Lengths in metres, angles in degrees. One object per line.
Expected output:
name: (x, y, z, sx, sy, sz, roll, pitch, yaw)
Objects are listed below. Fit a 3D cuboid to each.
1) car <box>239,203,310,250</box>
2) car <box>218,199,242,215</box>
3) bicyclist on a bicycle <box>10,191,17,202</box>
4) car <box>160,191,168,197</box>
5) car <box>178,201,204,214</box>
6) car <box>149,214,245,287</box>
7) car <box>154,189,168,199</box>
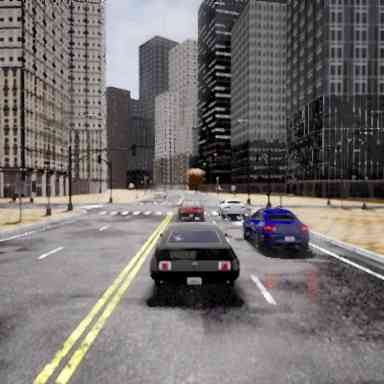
car: (3.261, 1.390, 13.454, 1.812, 1.442, 4.674, 0, 0, -1)
car: (3.176, 1.253, 26.576, 1.812, 1.442, 4.674, 0, 1, 0)
bicyclist on a bicycle: (-25.014, 0.637, 46.575, 0.582, 1.620, 1.656, 0, 1, 1)
car: (-7.330, 0.464, 88.434, 1.882, 1.535, 5.008, 0, 1, -2)
car: (-0.066, 1.338, 25.494, 1.895, 1.301, 4.718, 0, 1, 0)
car: (0.043, 1.510, 9.018, 1.895, 1.301, 4.718, 0, 1, 0)
car: (-6.982, 0.416, 72.827, 2.150, 2.045, 5.566, 0, 1, 0)
